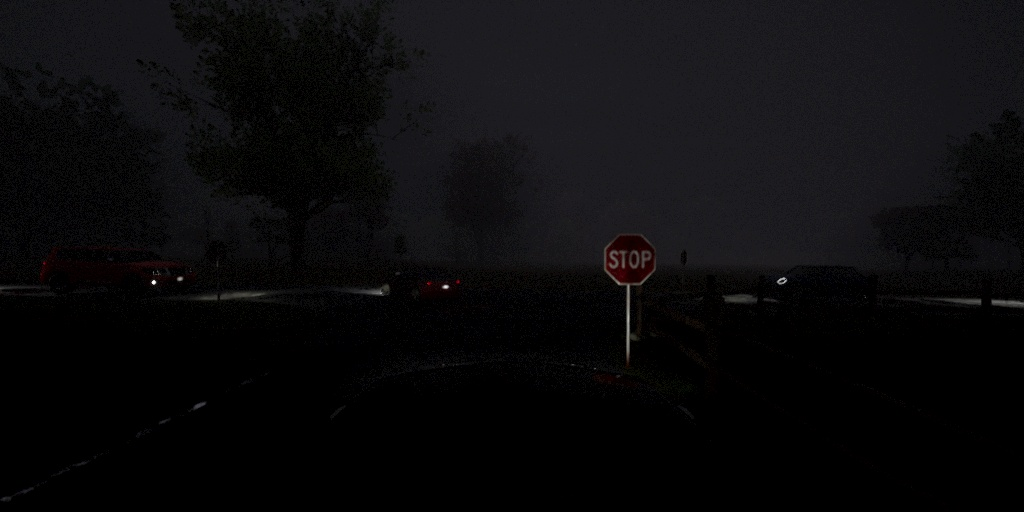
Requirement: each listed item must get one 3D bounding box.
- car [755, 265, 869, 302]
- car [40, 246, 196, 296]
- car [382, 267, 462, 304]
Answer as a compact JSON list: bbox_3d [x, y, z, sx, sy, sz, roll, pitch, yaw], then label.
[{"bbox_3d":[14.714,1.204,17.715,4.553,1.767,2.097,1,1,2],"label":"car"},{"bbox_3d":[-17.556,0.601,16.111,5.566,2.045,2.150,1,1,2],"label":"car"},{"bbox_3d":[-3.997,1.159,15.616,1.994,1.385,4.181,1,1,-43],"label":"car"}]
